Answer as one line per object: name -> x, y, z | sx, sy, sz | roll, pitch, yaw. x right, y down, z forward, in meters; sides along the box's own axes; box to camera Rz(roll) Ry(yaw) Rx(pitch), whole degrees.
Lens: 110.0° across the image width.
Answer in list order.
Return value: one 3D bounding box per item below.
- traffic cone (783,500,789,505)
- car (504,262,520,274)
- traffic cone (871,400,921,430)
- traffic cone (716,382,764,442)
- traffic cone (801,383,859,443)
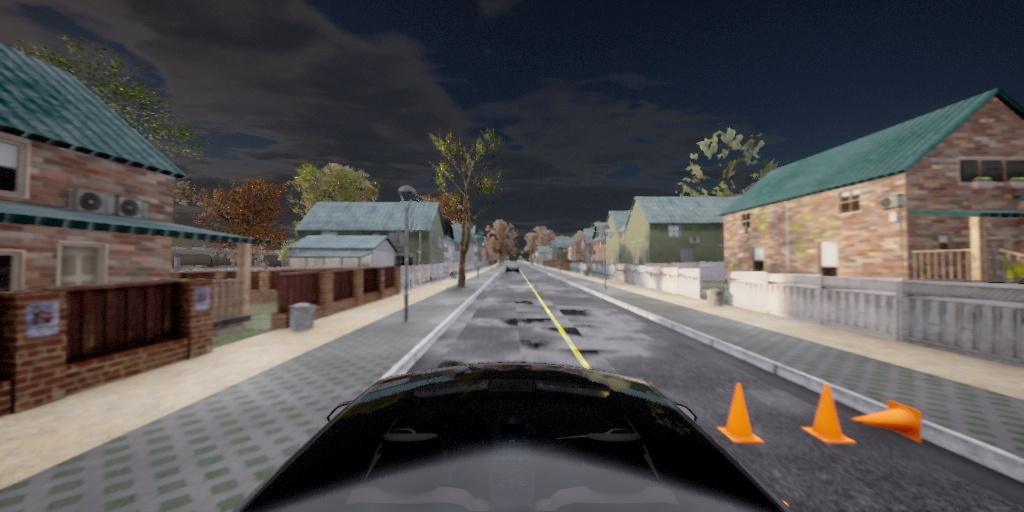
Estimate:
traffic cone -> 1.570, 1.715, 2.068 | 0.340, 0.580, 0.340 | 0, 0, 0
car -> 0.040, 1.615, 48.323 | 1.882, 1.535, 5.008 | 0, 0, 0
traffic cone -> 4.449, 1.571, 4.070 | 0.340, 0.580, 0.340 | 0, 0, 7
traffic cone -> 2.572, 1.736, 4.067 | 0.340, 0.580, 0.340 | 0, 0, 0
traffic cone -> 3.572, 1.741, 4.066 | 0.340, 0.580, 0.340 | 0, 0, 0
